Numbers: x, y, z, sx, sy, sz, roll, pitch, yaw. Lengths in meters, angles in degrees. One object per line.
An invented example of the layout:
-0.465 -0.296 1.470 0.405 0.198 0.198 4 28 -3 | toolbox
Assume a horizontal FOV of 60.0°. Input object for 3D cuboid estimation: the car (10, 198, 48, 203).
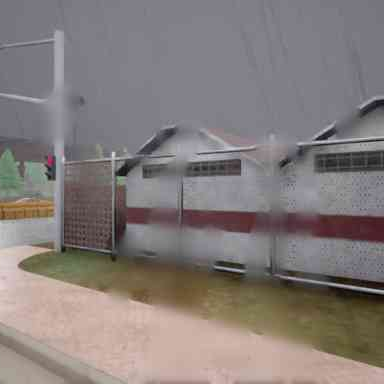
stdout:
-20.281 1.478 40.890 1.882 1.535 5.008 0 0 34 | car
